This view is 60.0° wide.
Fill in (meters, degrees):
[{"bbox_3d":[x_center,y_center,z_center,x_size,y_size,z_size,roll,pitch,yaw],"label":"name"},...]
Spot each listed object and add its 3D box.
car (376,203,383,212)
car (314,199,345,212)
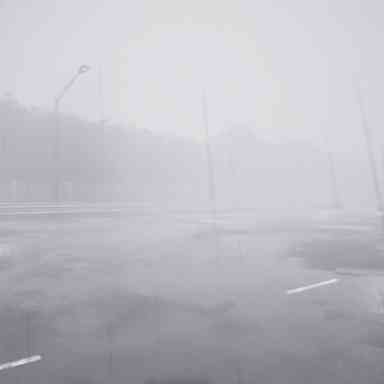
[{"bbox_3d":[26.924,2.007,45.257,4.181,1.385,1.994,1,0,-36],"label":"car"},{"bbox_3d":[17.814,1.748,43.026,4.892,1.490,1.837,1,-2,-36],"label":"car"}]
